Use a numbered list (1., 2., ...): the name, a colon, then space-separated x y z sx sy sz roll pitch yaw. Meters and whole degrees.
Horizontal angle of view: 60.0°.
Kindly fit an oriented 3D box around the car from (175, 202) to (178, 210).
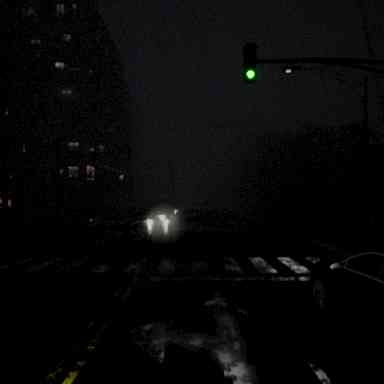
1. car: -3.347 2.114 46.073 2.128 1.511 4.902 0 -1 0

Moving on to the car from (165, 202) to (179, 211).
1. car: -3.331 2.321 55.774 1.994 1.385 4.181 0 -1 0

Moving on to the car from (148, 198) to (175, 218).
1. car: -3.350 1.706 35.993 2.150 2.045 5.566 0 -1 0

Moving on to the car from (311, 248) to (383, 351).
1. car: 3.351 1.560 4.934 2.128 1.511 4.902 0 -1 0

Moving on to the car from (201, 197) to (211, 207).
1. car: 3.248 2.260 75.636 2.150 2.045 5.566 0 -1 0
